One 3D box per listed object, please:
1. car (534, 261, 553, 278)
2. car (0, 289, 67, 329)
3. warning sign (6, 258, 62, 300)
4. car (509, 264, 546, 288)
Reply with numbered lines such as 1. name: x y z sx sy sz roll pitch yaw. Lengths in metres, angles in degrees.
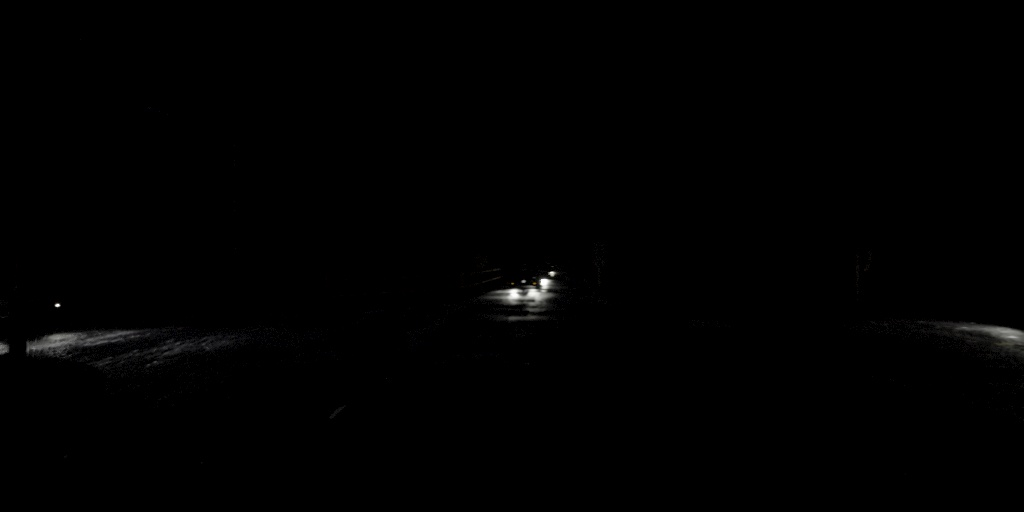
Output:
1. car: 2.861 1.444 37.371 2.128 1.511 4.902 -1 0 9
2. car: -15.767 1.567 10.290 4.718 1.301 1.895 -1 0 8
3. warning sign: -21.797 1.161 16.535 1.060 1.860 1.300 0 0 8
4. car: 1.043 1.467 25.163 1.994 1.385 4.181 -1 0 9
